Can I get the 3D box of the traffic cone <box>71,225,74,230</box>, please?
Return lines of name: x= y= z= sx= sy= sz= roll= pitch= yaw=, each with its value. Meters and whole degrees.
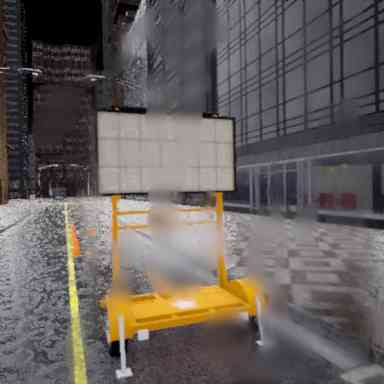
traffic cone: x=-5.523 y=1.962 z=15.510 sx=0.340 sy=0.580 sz=0.340 roll=-1 pitch=0 yaw=-21

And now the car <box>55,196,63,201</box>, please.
car: x=-34.971 y=1.707 z=87.424 sx=2.033 sy=1.411 sz=5.357 roll=-1 pitch=0 yaw=-21

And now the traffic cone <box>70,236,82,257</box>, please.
traffic cone: x=-4.090 y=1.957 z=11.775 sx=0.340 sy=0.580 sz=0.340 roll=-1 pitch=0 yaw=-21

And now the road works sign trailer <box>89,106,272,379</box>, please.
road works sign trailer: x=-0.420 y=0.429 z=5.692 sx=2.380 sy=3.560 sz=2.880 roll=-1 pitch=0 yaw=-21

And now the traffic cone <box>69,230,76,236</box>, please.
traffic cone: x=-4.807 y=1.959 z=13.643 sx=0.340 sy=0.580 sz=0.340 roll=-1 pitch=0 yaw=-21
